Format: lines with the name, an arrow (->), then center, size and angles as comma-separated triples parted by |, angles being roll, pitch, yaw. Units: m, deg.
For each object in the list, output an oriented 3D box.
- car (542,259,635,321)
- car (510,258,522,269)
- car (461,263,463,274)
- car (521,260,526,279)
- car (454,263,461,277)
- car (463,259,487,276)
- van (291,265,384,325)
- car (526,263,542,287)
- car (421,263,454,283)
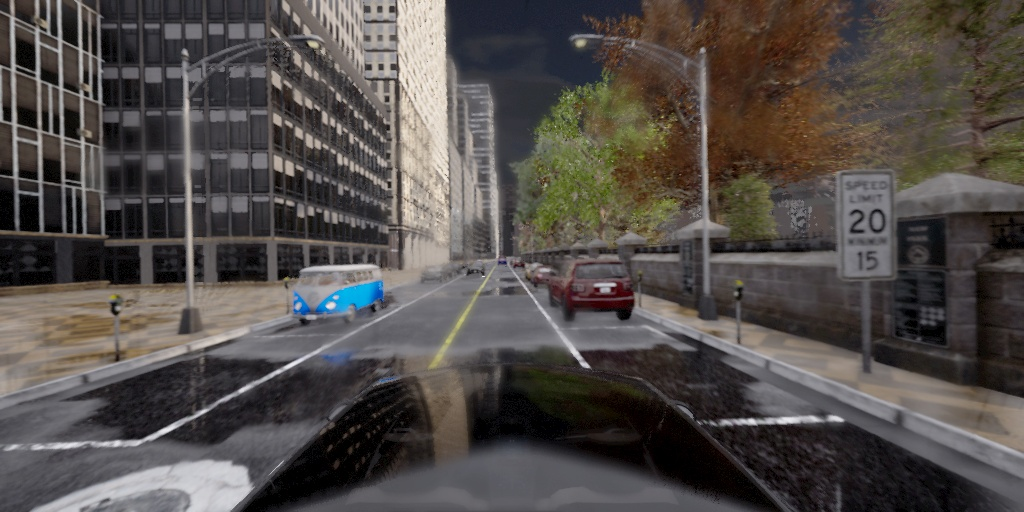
car -> 2.482, 1.007, 12.118 | 2.192, 1.841, 5.009 | 0, 0, -2
car -> 1.148, 1.244, 57.102 | 1.888, 1.381, 4.507 | 0, 0, -2
car -> -6.525, 1.426, 40.290 | 1.948, 1.339, 4.313 | 0, 0, -2
car -> 1.977, 1.219, 29.156 | 1.751, 1.417, 4.829 | 0, 0, -2
car -> -6.358, 1.425, 34.665 | 1.948, 1.339, 4.313 | 0, 0, -2
car -> -3.772, 1.310, 38.340 | 1.837, 1.490, 4.892 | -1, 0, -2
van -> -5.691, 1.199, 12.165 | 1.690, 1.789, 3.998 | 0, 0, -2
car -> 2.149, 1.275, 23.364 | 1.802, 1.307, 4.207 | 0, 0, -2
car -> -6.192, 1.409, 29.040 | 2.007, 1.370, 4.403 | 0, 0, -2
